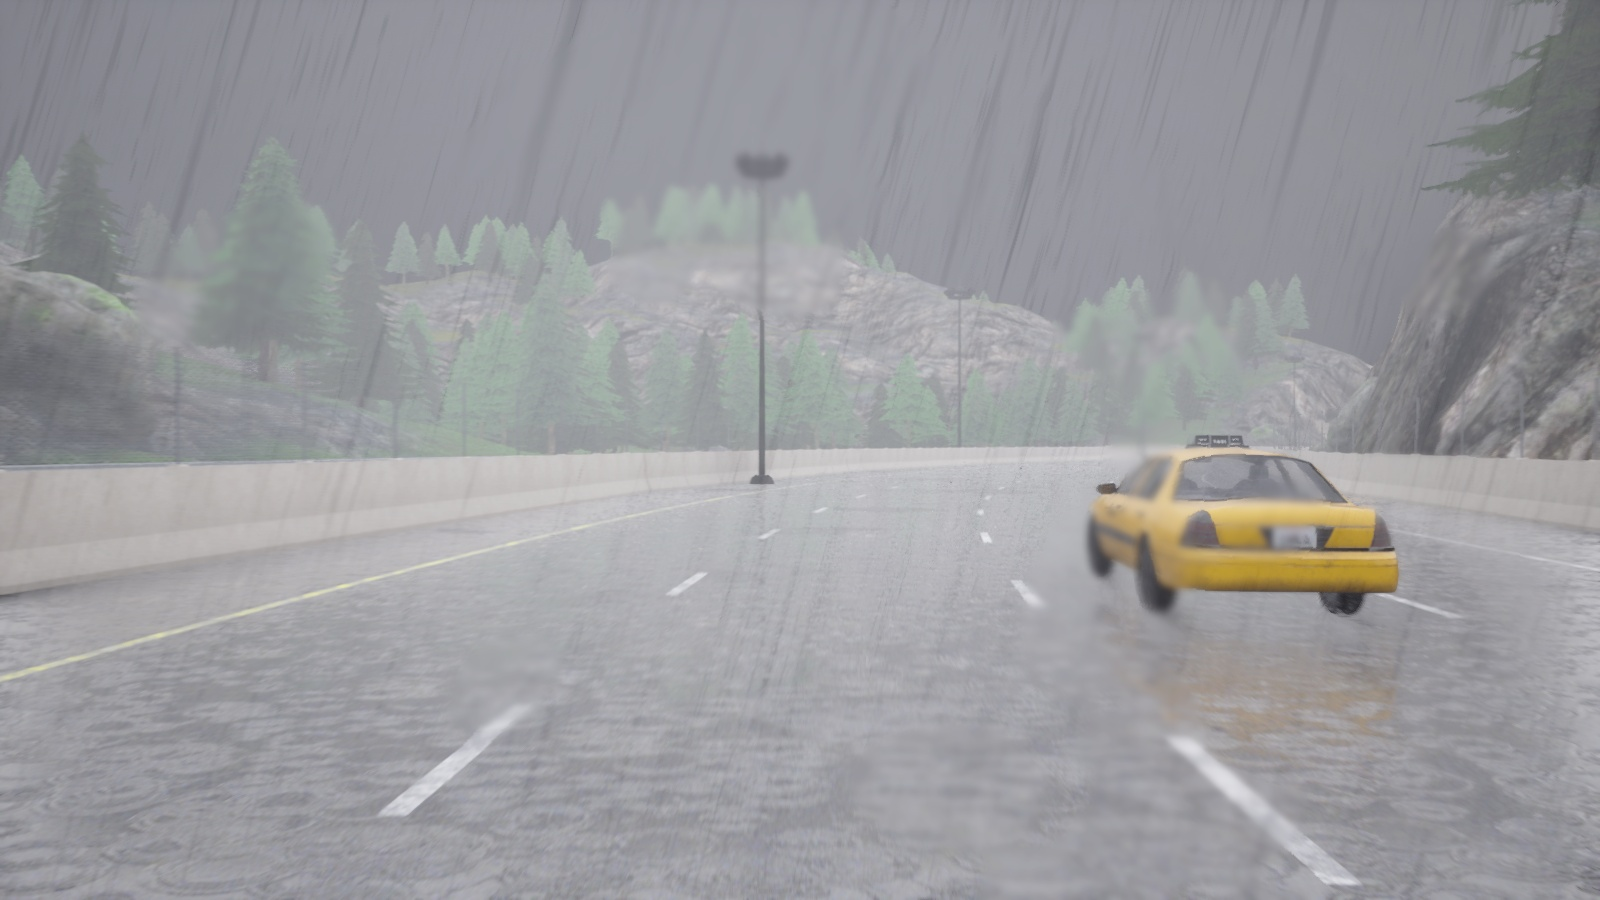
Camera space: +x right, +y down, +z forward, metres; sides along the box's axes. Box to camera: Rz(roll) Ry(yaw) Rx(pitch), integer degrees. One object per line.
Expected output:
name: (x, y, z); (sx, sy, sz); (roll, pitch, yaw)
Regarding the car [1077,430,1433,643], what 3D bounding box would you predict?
car: (3.986, 0.627, 12.064); (1.801, 1.575, 5.366); (0, 0, 4)
